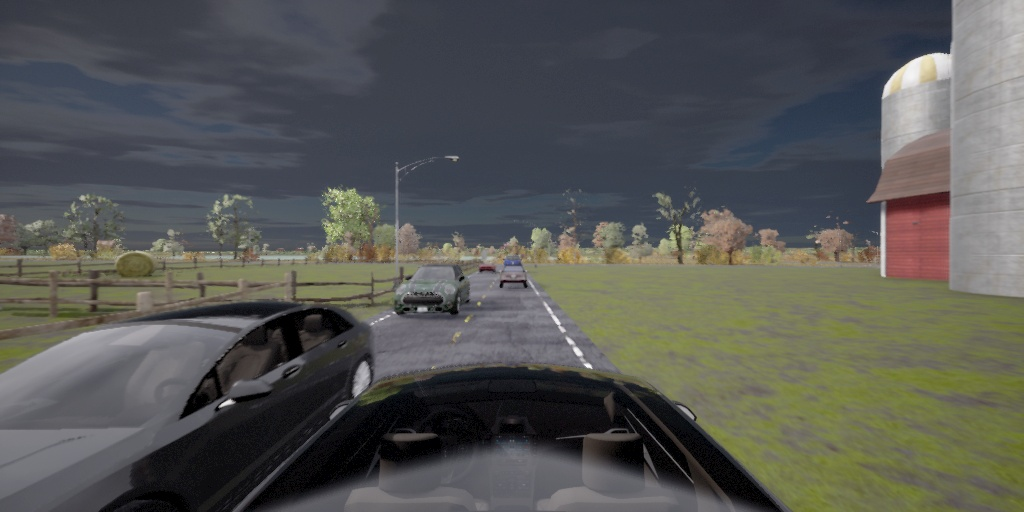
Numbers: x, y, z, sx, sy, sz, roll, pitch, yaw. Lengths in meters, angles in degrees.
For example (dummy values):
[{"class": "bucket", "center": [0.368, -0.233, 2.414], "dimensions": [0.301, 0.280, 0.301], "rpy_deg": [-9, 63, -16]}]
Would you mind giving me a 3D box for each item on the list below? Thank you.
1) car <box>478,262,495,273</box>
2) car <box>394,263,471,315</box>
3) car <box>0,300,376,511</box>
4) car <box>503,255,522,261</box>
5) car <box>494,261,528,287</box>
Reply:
[{"class": "car", "center": [-2.791, 1.322, 41.754], "dimensions": [1.895, 1.301, 4.718], "rpy_deg": [0, 0, 1]}, {"class": "car", "center": [-2.813, 1.099, 13.563], "dimensions": [2.097, 1.767, 4.553], "rpy_deg": [0, 0, 0]}, {"class": "car", "center": [-2.844, 1.256, 3.258], "dimensions": [1.837, 1.490, 4.892], "rpy_deg": [0, 0, 0]}, {"class": "car", "center": [0.098, 0.937, 44.867], "dimensions": [2.150, 2.045, 5.566], "rpy_deg": [0, 0, 0]}, {"class": "car", "center": [0.094, 1.290, 24.473], "dimensions": [2.033, 1.411, 5.357], "rpy_deg": [0, 0, 0]}]
